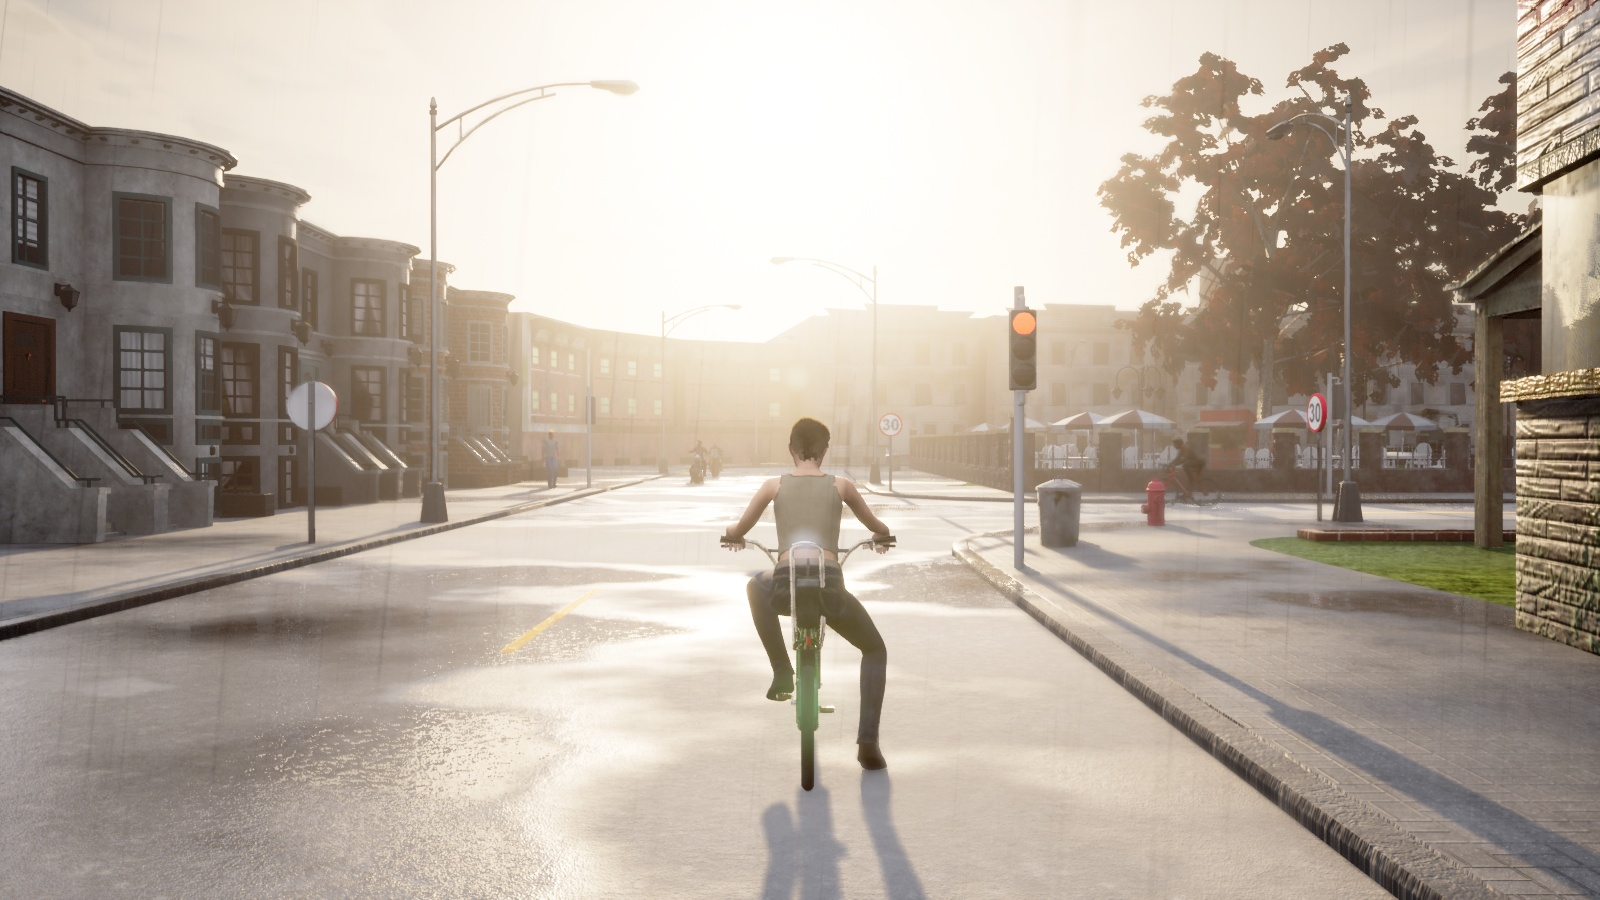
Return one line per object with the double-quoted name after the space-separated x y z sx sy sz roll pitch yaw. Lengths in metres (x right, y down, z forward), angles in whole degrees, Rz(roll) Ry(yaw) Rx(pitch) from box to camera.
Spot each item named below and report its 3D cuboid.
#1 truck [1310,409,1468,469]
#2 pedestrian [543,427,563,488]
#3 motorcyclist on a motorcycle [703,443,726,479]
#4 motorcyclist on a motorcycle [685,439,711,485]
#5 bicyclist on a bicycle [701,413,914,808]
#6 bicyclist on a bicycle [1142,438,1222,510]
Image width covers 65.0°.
34.556 -0.625 73.865 7.936 3.462 2.891 0 0 0 "truck"
-7.536 0.234 38.284 0.354 1.836 0.706 0 0 -33 "pedestrian"
-3.749 0.466 55.356 0.866 1.530 2.191 0 0 0 "motorcyclist on a motorcycle"
-3.778 0.429 46.842 0.766 1.649 2.350 0 0 0 "motorcyclist on a motorcycle"
0.037 0.650 5.875 0.866 1.612 1.509 0 0 0 "bicyclist on a bicycle"
8.723 0.544 28.719 1.656 1.620 0.582 0 0 0 "bicyclist on a bicycle"
